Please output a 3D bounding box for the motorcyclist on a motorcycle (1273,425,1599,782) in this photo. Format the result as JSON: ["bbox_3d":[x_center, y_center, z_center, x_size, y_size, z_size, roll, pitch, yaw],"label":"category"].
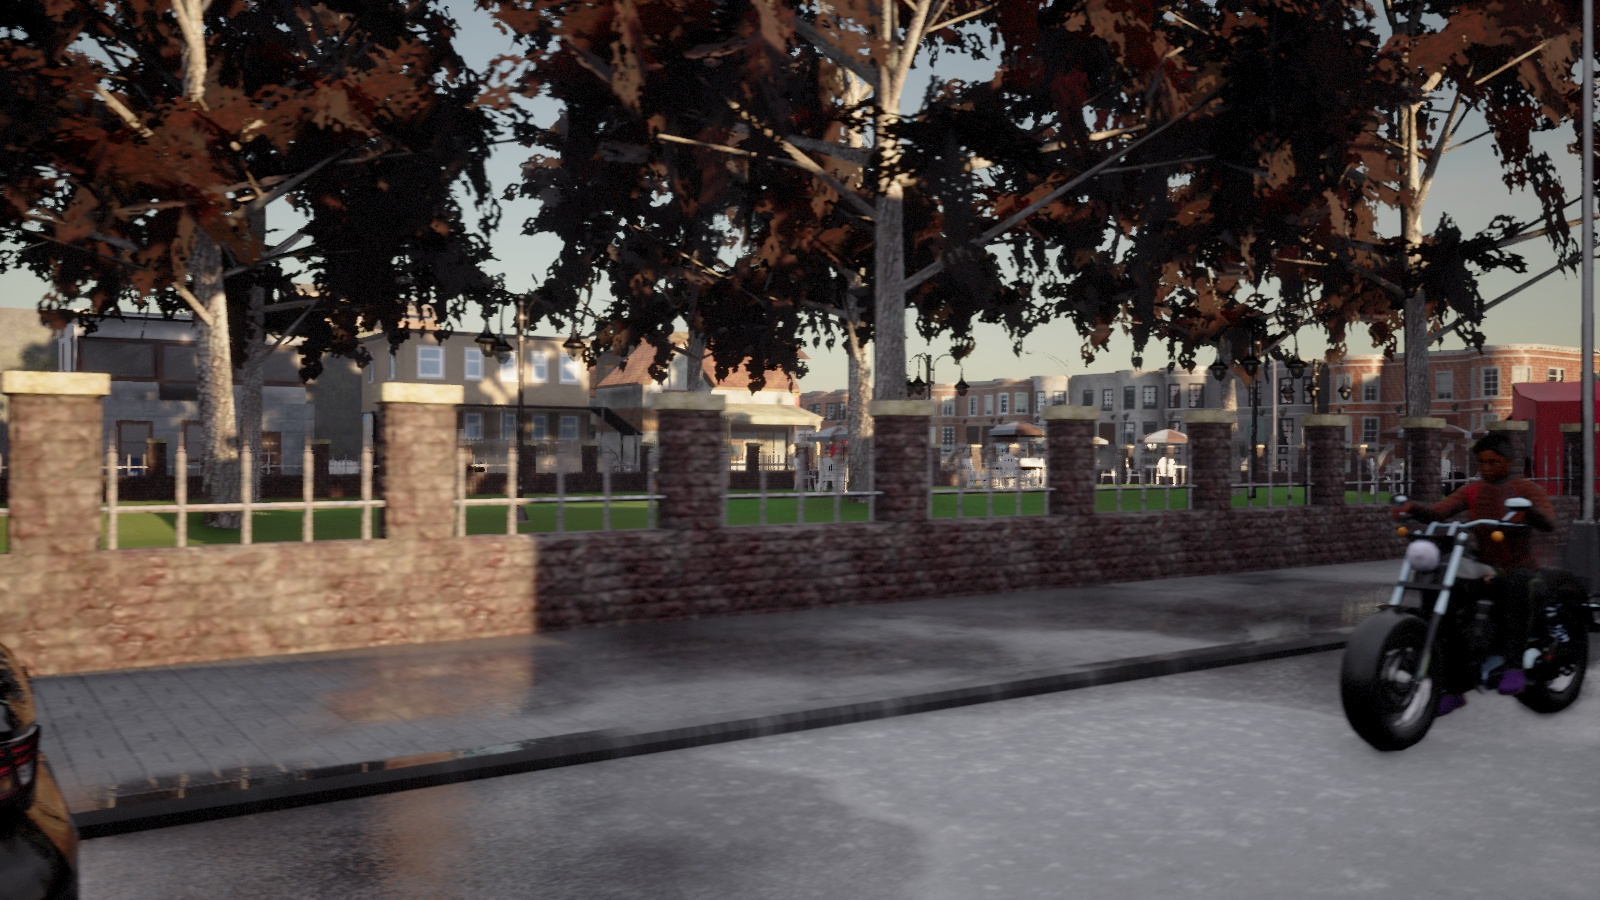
[{"bbox_3d":[3.610,0.704,6.786,2.350,1.649,0.766,0,0,-35],"label":"motorcyclist on a motorcycle"}]

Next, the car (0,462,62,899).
[{"bbox_3d":[-3.558,0.770,1.792,4.193,1.474,1.816,0,0,-35],"label":"car"}]

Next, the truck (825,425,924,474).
[{"bbox_3d":[5.349,-0.024,91.320,2.891,3.462,7.936,0,0,-35],"label":"truck"}]
